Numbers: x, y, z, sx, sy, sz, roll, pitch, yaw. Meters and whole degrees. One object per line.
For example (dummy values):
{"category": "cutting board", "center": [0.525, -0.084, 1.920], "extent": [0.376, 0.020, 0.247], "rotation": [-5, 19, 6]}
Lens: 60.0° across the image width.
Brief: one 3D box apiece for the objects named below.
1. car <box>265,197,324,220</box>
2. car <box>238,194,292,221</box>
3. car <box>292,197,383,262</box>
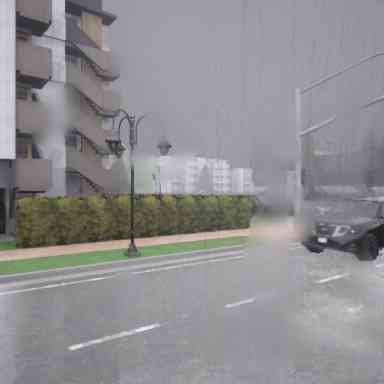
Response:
{"category": "car", "center": [8.833, 1.352, 28.984], "extent": [2.097, 1.767, 4.553], "rotation": [0, 0, -38]}
{"category": "car", "center": [5.485, 1.221, 27.542], "extent": [2.150, 2.045, 5.566], "rotation": [0, 0, -38]}
{"category": "car", "center": [6.536, 1.221, 12.471], "extent": [5.566, 2.045, 2.150], "rotation": [0, 1, -35]}
